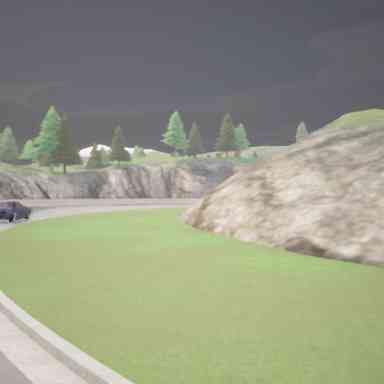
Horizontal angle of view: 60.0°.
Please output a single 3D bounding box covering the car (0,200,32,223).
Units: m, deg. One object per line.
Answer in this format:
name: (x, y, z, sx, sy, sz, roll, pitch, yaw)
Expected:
car: (-15.081, 1.523, 27.622, 2.097, 1.767, 4.553, 0, -1, -5)
